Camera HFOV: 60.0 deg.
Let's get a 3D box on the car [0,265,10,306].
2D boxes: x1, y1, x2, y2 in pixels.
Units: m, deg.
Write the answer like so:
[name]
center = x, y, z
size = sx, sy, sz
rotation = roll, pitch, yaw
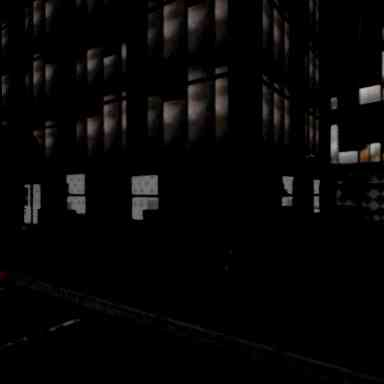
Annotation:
[car]
center = -5.210, 1.594, 6.587
size = 4.206, 1.307, 1.802
rotation = 0, 0, 35
